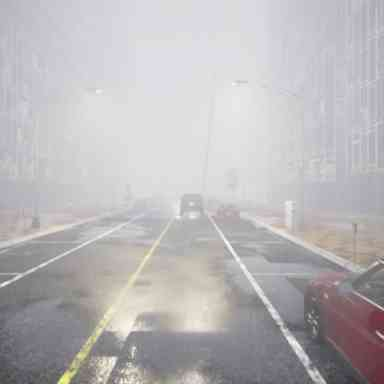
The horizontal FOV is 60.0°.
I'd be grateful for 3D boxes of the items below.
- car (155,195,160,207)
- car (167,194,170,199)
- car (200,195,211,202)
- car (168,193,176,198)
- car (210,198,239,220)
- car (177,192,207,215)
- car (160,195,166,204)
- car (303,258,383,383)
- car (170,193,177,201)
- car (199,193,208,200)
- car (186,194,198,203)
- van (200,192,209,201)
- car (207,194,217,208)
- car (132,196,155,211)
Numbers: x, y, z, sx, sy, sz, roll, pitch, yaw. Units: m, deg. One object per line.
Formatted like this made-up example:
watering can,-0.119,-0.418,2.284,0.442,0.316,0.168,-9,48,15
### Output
car,-5.689,1.364,43.493,1.802,1.307,4.206,0,0,0
car,-5.689,1.249,60.570,1.947,1.339,4.313,0,0,0
car,2.691,1.214,66.254,1.947,1.339,4.313,0,0,0
car,-5.690,1.016,94.726,2.008,1.369,4.403,0,0,0
car,2.692,1.419,26.409,1.887,1.381,4.507,0,0,0
car,0.028,1.127,30.987,2.150,2.045,5.566,0,0,1
car,-5.689,1.261,54.878,1.887,1.381,4.507,0,0,0
car,2.691,1.423,3.638,1.967,1.590,4.097,0,0,0
car,-3.001,1.105,70.281,1.837,1.490,4.892,0,0,0
car,2.692,1.017,77.638,1.967,1.590,4.097,0,0,0
car,0.004,1.191,59.278,2.128,1.511,4.902,0,0,0
van,2.692,0.954,71.946,1.690,1.788,3.998,0,0,0
car,2.691,1.347,43.486,1.947,1.339,4.313,0,0,0
car,-5.689,1.358,37.800,1.887,1.381,4.507,0,0,0
